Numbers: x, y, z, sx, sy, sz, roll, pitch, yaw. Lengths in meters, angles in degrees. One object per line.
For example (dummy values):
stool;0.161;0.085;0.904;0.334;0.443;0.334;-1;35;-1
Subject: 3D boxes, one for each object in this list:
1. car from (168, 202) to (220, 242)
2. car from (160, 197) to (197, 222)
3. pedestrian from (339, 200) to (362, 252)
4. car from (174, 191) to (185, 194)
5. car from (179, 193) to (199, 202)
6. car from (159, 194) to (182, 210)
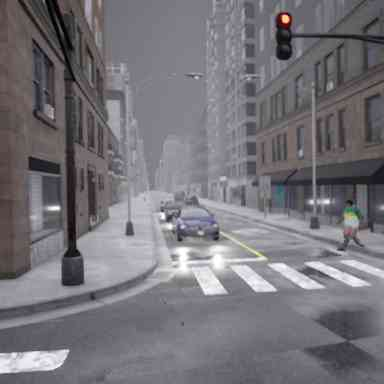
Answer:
car;0.053;1.423;16.090;1.812;1.442;4.674;-1;0;-7
car;-1.176;1.395;25.647;2.033;1.411;5.357;-1;0;-7
pedestrian;5.490;1.126;11.531;0.375;1.860;0.375;-1;1;-7
car;-2.242;0.817;58.928;2.150;2.045;5.566;-1;1;-7
car;-0.269;1.191;43.651;1.837;1.490;4.892;-1;0;-7
car;-2.450;1.318;35.638;1.812;1.442;4.674;-1;0;-7
